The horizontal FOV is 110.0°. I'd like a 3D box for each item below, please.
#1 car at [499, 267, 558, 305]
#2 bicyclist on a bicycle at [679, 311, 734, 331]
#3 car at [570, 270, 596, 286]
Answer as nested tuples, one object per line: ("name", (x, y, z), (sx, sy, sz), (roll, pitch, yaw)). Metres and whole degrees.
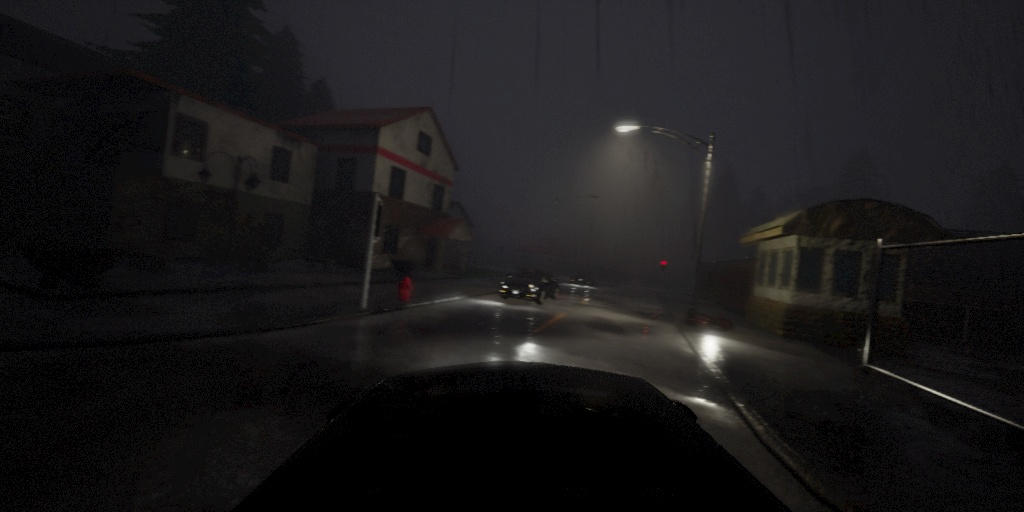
("car", (0.973, 1.318, 17.095), (1.837, 1.490, 4.892), (7, 1, 19))
("bicyclist on a bicycle", (6.828, 2.263, 12.466), (1.656, 0.582, 1.620), (-3, 5, -44))
("car", (6.762, 1.999, 33.640), (1.994, 1.385, 4.181), (7, 0, 19))
